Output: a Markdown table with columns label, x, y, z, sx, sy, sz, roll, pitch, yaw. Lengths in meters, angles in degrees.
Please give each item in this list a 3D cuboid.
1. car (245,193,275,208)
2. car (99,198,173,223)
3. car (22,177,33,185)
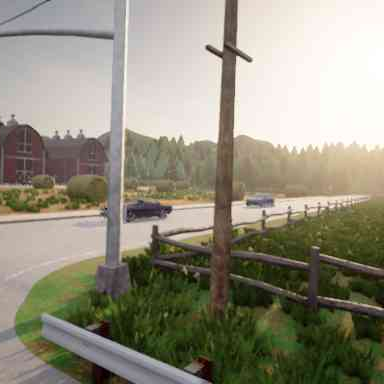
| label | x | y | z | sx | sy | sz | roll | pitch | yaw |
| --- | --- | --- | --- | --- | --- | --- | --- | --- | --- |
| car | 7.589 | 0.885 | 36.669 | 1.882 | 1.535 | 5.008 | 3 | 2 | 33 |
| car | -3.278 | 1.041 | 20.204 | 1.895 | 1.301 | 4.718 | 3 | 2 | 33 |
| car | -39.072 | -2.478 | 79.477 | 1.905 | 1.878 | 3.866 | 8 | 2 | -13 |
